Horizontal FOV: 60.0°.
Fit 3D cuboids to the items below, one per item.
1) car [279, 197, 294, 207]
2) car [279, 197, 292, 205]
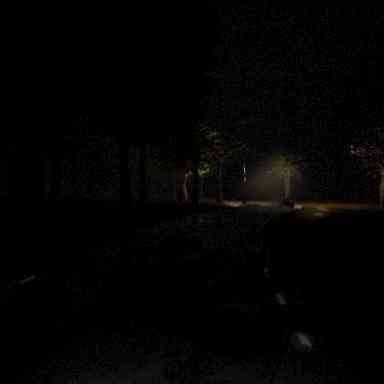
[{"bbox_3d":[14.882,1.696,52.092,1.994,1.385,4.181,1,0,20],"label":"car"},{"bbox_3d":[19.580,1.914,70.083,1.837,1.490,4.892,0,-1,6],"label":"car"}]
